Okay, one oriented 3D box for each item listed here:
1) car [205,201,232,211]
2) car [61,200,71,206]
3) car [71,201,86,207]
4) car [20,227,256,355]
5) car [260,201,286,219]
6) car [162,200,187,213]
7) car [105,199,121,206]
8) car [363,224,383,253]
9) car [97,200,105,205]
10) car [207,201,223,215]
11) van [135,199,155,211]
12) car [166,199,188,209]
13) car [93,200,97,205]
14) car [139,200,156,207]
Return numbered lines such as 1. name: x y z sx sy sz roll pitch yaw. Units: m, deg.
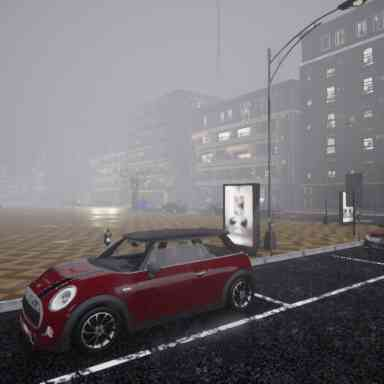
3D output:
1. car: 4.025 2.096 50.891 1.802 1.307 4.206 -2 0 -36
2. car: -32.524 2.861 86.218 1.887 1.381 4.507 -2 0 -36
3. car: -25.915 2.703 77.252 2.008 1.369 4.403 -2 0 -36
4. car: -0.809 1.440 6.013 4.097 1.590 1.967 0 0 -36
5. car: 7.025 1.887 32.345 2.008 1.369 4.403 -2 0 -36
6. car: -2.431 2.114 45.250 1.887 1.381 4.507 -2 0 -36
7. car: -19.172 2.528 82.223 1.967 1.590 4.097 -2 0 -36
8. car: 8.138 1.581 12.508 4.206 1.307 1.802 0 0 -36
9. car: -22.473 2.736 86.706 1.947 1.339 4.313 -2 0 -36
10. car: 3.720 1.968 36.828 2.008 1.369 4.403 -2 0 -36
11. van: -7.411 2.034 52.093 1.690 1.788 3.998 -2 0 -36
12. car: -2.647 2.118 59.812 1.967 1.590 4.097 -2 0 -36
13. car: -25.778 2.797 91.189 1.887 1.381 4.507 -2 0 -36
14. car: -9.256 2.424 68.775 1.802 1.307 4.206 -2 0 -36
